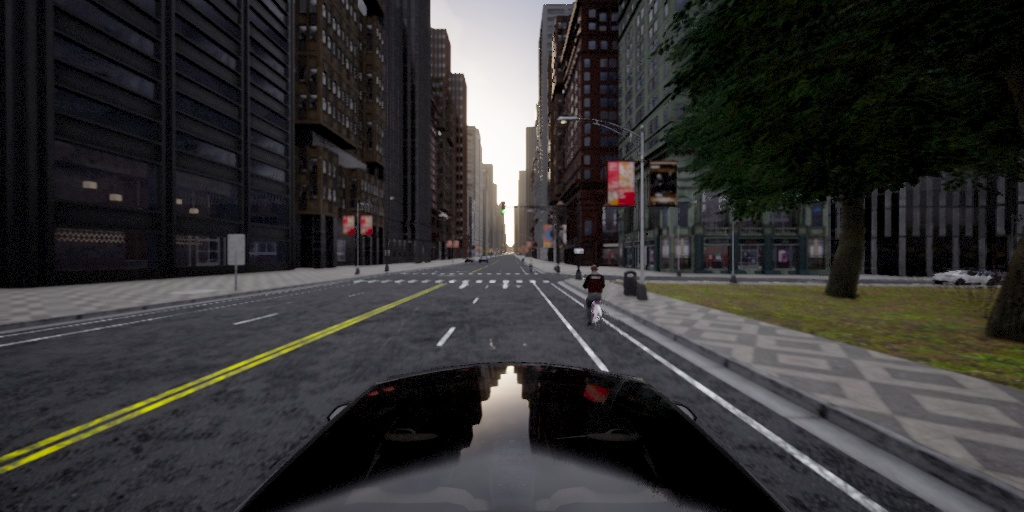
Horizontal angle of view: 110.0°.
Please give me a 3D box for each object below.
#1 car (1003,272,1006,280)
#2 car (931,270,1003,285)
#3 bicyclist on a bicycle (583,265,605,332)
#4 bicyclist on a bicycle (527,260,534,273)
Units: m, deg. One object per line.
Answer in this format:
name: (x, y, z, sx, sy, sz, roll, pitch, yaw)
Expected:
car: (48.722, 2.122, 36.939, 5.357, 1.411, 2.033, 1, 0, -1)
car: (42.410, 2.035, 33.745, 4.674, 1.442, 1.812, 1, 0, -1)
bicyclist on a bicycle: (2.234, 1.122, 9.932, 0.659, 1.776, 1.843, 0, 0, 0)
bicyclist on a bicycle: (2.268, 1.214, 43.050, 0.866, 1.612, 1.509, 0, 0, 0)
